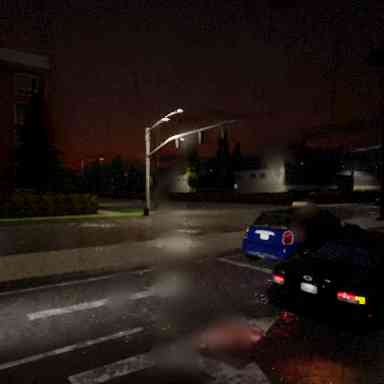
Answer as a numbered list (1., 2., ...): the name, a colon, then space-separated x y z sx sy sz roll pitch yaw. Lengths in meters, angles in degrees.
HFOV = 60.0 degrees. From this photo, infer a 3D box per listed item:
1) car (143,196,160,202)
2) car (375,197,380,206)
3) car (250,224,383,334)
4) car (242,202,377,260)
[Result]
1. car: -8.985 1.459 72.733 1.895 1.301 4.718 0 0 -34
2. car: 28.395 1.129 48.002 4.553 1.767 2.097 0 0 -35
3. car: 3.828 1.517 6.609 5.357 1.411 2.033 0 0 -36
4. car: 3.828 1.312 10.957 4.553 1.767 2.097 0 0 -36
